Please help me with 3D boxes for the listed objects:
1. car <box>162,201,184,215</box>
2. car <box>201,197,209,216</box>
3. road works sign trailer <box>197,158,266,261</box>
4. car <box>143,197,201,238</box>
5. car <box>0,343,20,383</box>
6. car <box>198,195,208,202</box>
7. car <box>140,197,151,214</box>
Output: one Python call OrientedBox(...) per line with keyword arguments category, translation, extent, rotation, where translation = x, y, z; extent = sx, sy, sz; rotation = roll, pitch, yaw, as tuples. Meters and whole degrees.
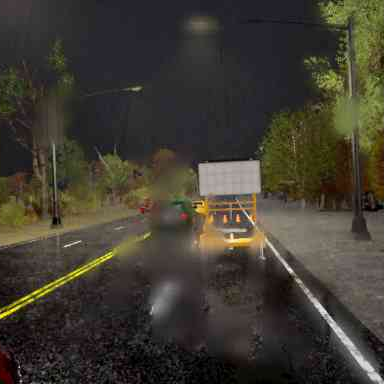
OrientedBox(category="car", translation=(-2.151, 1.837, 39.555), extent=(1.812, 1.442, 4.674), rotation=(-3, 0, 6))
OrientedBox(category="car", translation=(0.696, 1.651, 34.062), extent=(1.882, 1.535, 5.008), rotation=(-3, 0, 6))
OrientedBox(category="road works sign trailer", translation=(1.488, 0.540, 12.799), extent=(2.380, 3.560, 2.880), rotation=(-3, 0, 6))
OrientedBox(category="car", translation=(-0.936, 1.437, 19.322), extent=(2.150, 2.045, 5.566), rotation=(-3, 0, 5))
OrientedBox(category="car", translation=(-2.786, 1.572, 1.571), extent=(1.994, 1.385, 4.181), rotation=(0, 0, 5))
OrientedBox(category="car", translation=(2.640, 1.447, 79.705), extent=(1.812, 1.442, 4.674), rotation=(-3, 0, 7))
OrientedBox(category="car", translation=(-5.061, 1.669, 42.914), extent=(2.150, 2.045, 5.566), rotation=(-3, 0, 7))
